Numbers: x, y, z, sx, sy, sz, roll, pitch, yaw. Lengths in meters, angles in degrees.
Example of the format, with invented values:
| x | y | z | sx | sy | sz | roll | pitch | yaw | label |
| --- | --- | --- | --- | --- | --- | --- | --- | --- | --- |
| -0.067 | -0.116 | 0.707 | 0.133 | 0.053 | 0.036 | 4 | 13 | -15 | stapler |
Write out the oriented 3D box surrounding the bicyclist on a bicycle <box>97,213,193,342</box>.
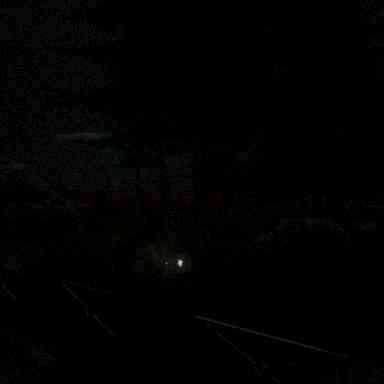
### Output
| x | y | z | sx | sy | sz | roll | pitch | yaw | label |
| --- | --- | --- | --- | --- | --- | --- | --- | --- | --- |
| -0.669 | 1.103 | 4.534 | 1.656 | 1.620 | 0.582 | 4 | 2 | 30 | bicyclist on a bicycle |

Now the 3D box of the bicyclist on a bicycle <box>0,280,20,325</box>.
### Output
| x | y | z | sx | sy | sz | roll | pitch | yaw | label |
| --- | --- | --- | --- | --- | --- | --- | --- | --- | --- |
| -3.134 | 1.320 | 4.576 | 0.582 | 1.620 | 1.656 | -1 | 9 | 22 | bicyclist on a bicycle |
